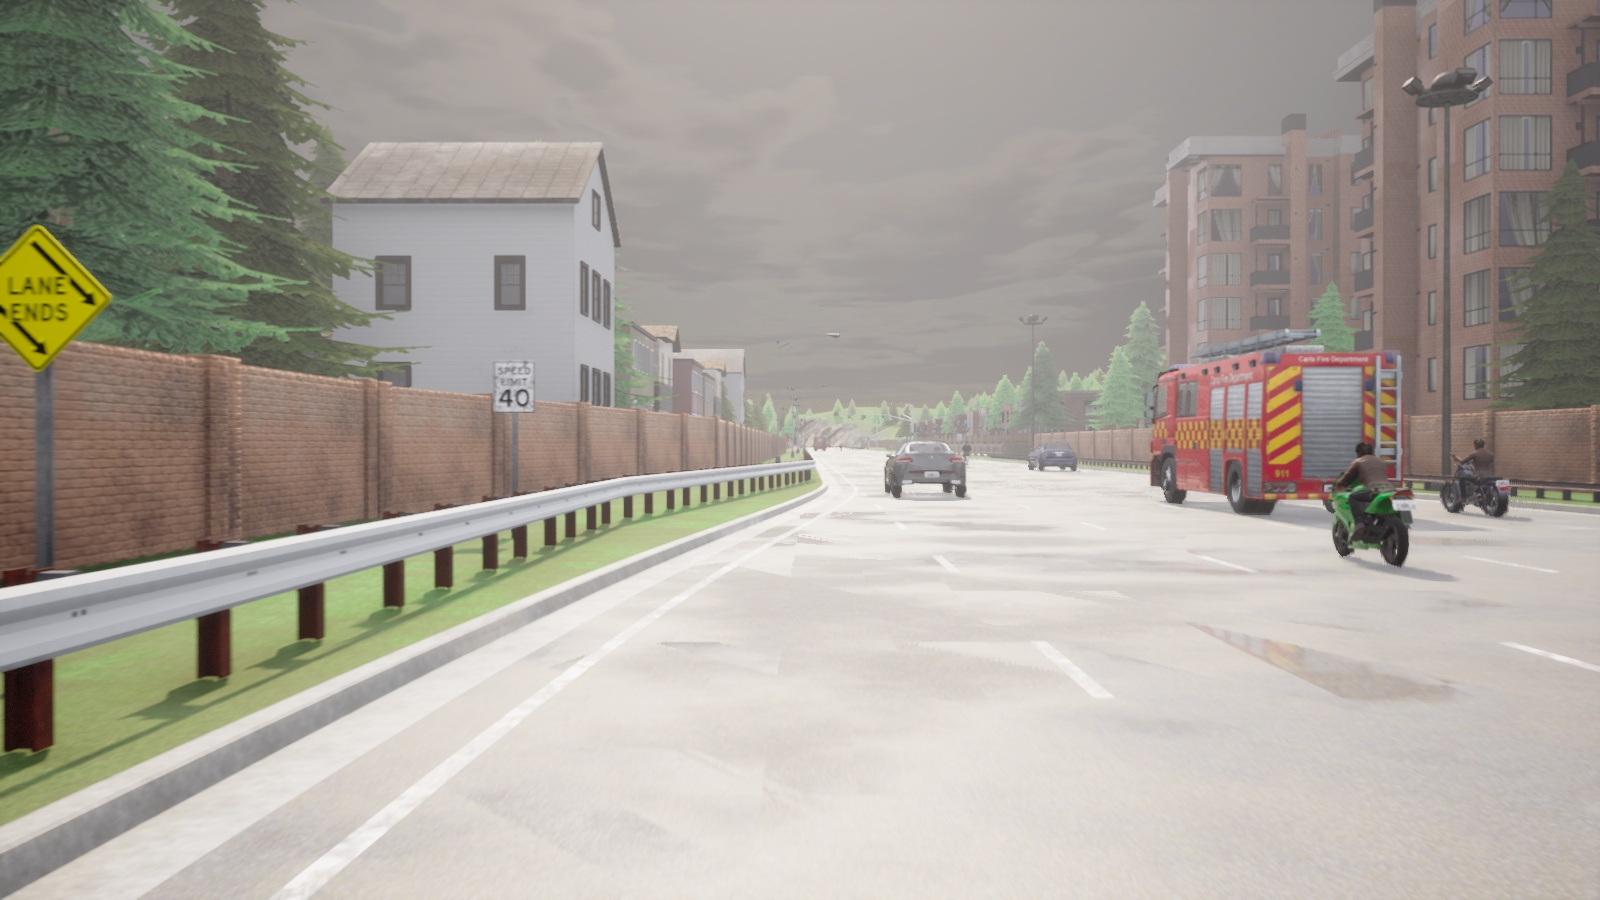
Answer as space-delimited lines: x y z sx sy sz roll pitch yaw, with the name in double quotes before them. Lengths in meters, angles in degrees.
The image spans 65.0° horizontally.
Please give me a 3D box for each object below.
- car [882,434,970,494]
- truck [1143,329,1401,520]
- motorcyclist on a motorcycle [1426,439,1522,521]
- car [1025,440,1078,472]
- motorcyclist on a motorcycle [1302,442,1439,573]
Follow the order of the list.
"car" 3.660 0.373 37.412 2.152 1.651 5.027 0 0 0
"truck" 10.630 -0.531 29.437 2.891 3.827 8.468 0 0 0
"motorcyclist on a motorcycle" 14.117 0.600 26.376 0.766 1.649 2.350 0 0 0
"car" 14.293 0.321 71.561 2.097 1.767 4.553 0 0 0
"motorcyclist on a motorcycle" 7.075 0.670 15.698 0.797 1.523 2.044 0 0 0
